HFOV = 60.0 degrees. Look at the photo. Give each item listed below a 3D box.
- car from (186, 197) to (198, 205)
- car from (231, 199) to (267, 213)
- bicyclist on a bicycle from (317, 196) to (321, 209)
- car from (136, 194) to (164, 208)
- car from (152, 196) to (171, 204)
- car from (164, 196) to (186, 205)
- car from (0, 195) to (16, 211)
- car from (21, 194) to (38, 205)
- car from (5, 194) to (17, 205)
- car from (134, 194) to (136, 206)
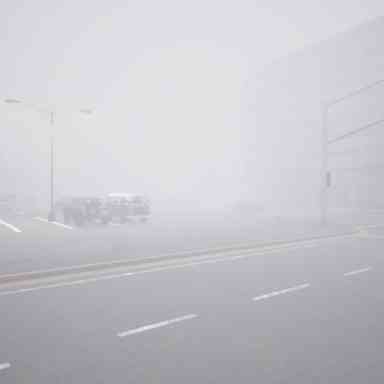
[{"bbox_3d":[-0.972,1.589,61.035,2.033,1.411,5.357,0,0,-35],"label":"car"},{"bbox_3d":[6.468,1.570,38.267,1.812,1.442,4.674,0,0,-36],"label":"car"},{"bbox_3d":[16.620,1.341,42.912,1.656,1.620,0.582,0,0,-35],"label":"bicyclist on a bicycle"},{"bbox_3d":[-7.382,1.395,57.817,2.097,1.767,4.553,0,0,-35],"label":"car"},{"bbox_3d":[-6.372,1.605,68.531,1.994,1.385,4.181,0,0,-35],"label":"car"},{"bbox_3d":[-3.828,1.534,59.011,2.128,1.511,4.902,0,0,-35],"label":"car"},{"bbox_3d":[-21.703,1.449,37.968,1.970,1.475,3.806,0,0,-35],"label":"car"},{"bbox_3d":[-27.173,1.205,55.422,1.932,1.855,4.605,0,0,-35],"label":"car"},{"bbox_3d":[-29.569,1.209,53.797,1.905,1.878,3.866,0,0,-35],"label":"car"},{"bbox_3d":[-9.224,1.569,66.502,1.812,1.442,4.674,0,0,-35],"label":"car"}]
